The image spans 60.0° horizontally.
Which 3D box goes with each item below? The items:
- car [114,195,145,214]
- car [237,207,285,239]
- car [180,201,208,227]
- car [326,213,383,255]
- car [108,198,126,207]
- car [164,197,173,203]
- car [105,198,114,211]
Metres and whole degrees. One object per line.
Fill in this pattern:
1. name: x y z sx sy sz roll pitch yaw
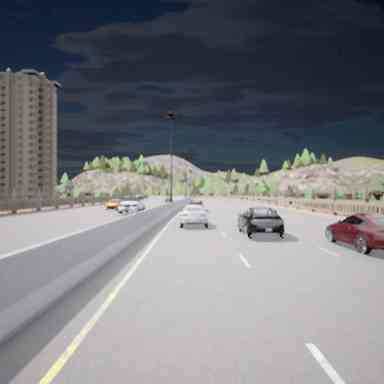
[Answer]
1. car: -6.736 1.390 37.624 2.150 2.045 5.566 0 0 2
2. car: 3.617 1.573 18.033 2.128 1.511 4.902 0 0 0
3. car: 0.158 1.631 23.329 1.812 1.442 4.674 0 0 1
4. car: 7.107 1.587 13.460 1.812 1.442 4.674 0 0 0
5. car: -13.087 1.765 58.058 1.837 1.490 4.892 0 0 2
6. car: -5.434 1.865 78.803 1.812 1.442 4.674 0 0 2
7. car: -10.037 1.676 44.067 1.882 1.535 5.008 0 0 2
